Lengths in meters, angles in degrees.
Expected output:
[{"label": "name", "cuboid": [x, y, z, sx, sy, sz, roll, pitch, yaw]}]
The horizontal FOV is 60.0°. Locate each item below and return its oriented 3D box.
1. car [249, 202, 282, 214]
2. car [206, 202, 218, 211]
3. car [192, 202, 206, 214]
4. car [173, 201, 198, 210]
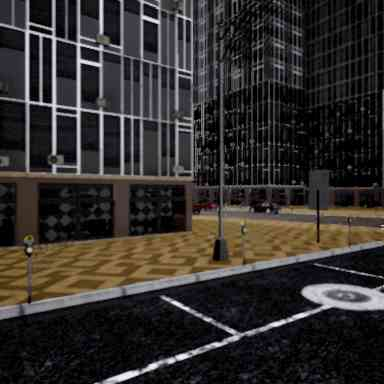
[{"label": "car", "cuboid": [8.912, 1.927, 40.816, 2.008, 1.369, 4.403, -1, 0, -36]}, {"label": "car", "cuboid": [2.236, 2.112, 49.927, 1.802, 1.307, 4.206, -1, 0, -36]}, {"label": "car", "cuboid": [-0.740, 2.028, 40.712, 1.947, 1.339, 4.313, -1, 0, -36]}, {"label": "car", "cuboid": [-1.103, 2.153, 54.484, 1.887, 1.381, 4.507, -1, 0, -36]}]
